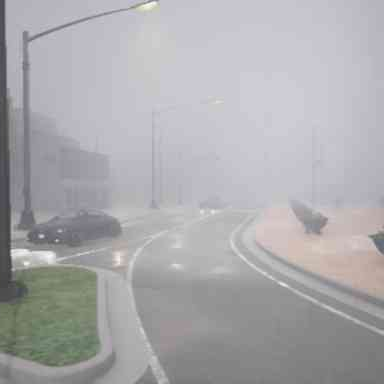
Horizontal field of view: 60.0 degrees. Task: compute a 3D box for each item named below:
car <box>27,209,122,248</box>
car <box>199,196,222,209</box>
[{"bbox_3d":[-4.867,1.451,14.303,1.994,1.385,4.181,0,1,23],"label":"car"},{"bbox_3d":[2.200,1.171,37.867,2.033,1.411,5.357,0,1,15],"label":"car"}]
